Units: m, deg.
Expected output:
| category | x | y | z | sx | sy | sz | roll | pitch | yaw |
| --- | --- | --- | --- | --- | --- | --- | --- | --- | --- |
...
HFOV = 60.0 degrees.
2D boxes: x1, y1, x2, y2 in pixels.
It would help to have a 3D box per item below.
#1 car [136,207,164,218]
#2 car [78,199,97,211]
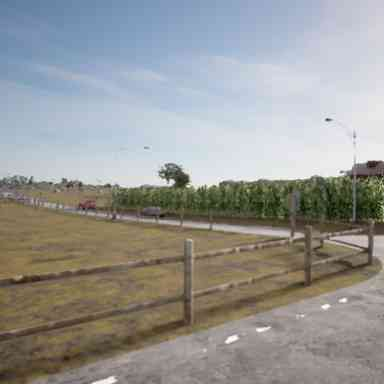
| category | x | y | z | sx | sy | sz | roll | pitch | yaw |
| --- | --- | --- | --- | --- | --- | --- | --- | --- | --- |
| car | -5.220 | 2.472 | 40.878 | 1.994 | 1.385 | 4.181 | 3 | -3 | -36 |
| car | -18.795 | 2.262 | 59.686 | 2.150 | 2.045 | 5.566 | 3 | -2 | -36 |
